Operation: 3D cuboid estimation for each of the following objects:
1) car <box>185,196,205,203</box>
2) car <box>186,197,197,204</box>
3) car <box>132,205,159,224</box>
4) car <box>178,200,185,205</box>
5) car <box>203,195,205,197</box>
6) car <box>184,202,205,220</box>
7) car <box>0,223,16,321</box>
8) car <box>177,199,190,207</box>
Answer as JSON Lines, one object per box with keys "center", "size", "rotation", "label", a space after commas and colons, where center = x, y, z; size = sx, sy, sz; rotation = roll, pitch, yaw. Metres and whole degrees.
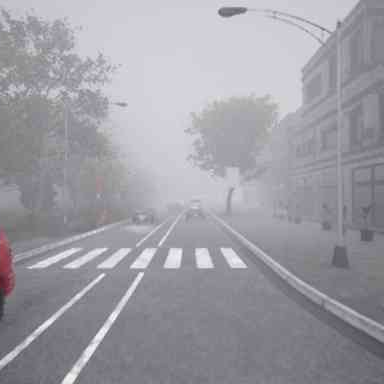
{"center": [0.509, 2.089, 52.438], "size": [2.150, 2.045, 5.566], "rotation": [0, -1, 1], "label": "car"}
{"center": [-0.063, 2.177, 84.371], "size": [2.002, 1.452, 4.674], "rotation": [-1, 1, 12], "label": "car"}
{"center": [-4.033, 1.932, 29.365], "size": [2.128, 1.511, 4.902], "rotation": [0, -1, 1], "label": "car"}
{"center": [-2.317, 2.628, 67.865], "size": [2.002, 1.452, 4.674], "rotation": [-2, 1, 4], "label": "car"}
{"center": [1.266, 1.963, 90.458], "size": [2.097, 1.535, 5.008], "rotation": [-1, 2, 14], "label": "car"}
{"center": [0.351, 2.054, 33.873], "size": [1.812, 1.442, 4.674], "rotation": [0, -1, 0], "label": "car"}
{"center": [-4.188, 1.217, 3.601], "size": [2.150, 2.045, 5.566], "rotation": [0, 0, 0], "label": "car"}
{"center": [-1.802, 2.406, 73.983], "size": [2.097, 1.535, 5.008], "rotation": [1, 2, 9], "label": "car"}
